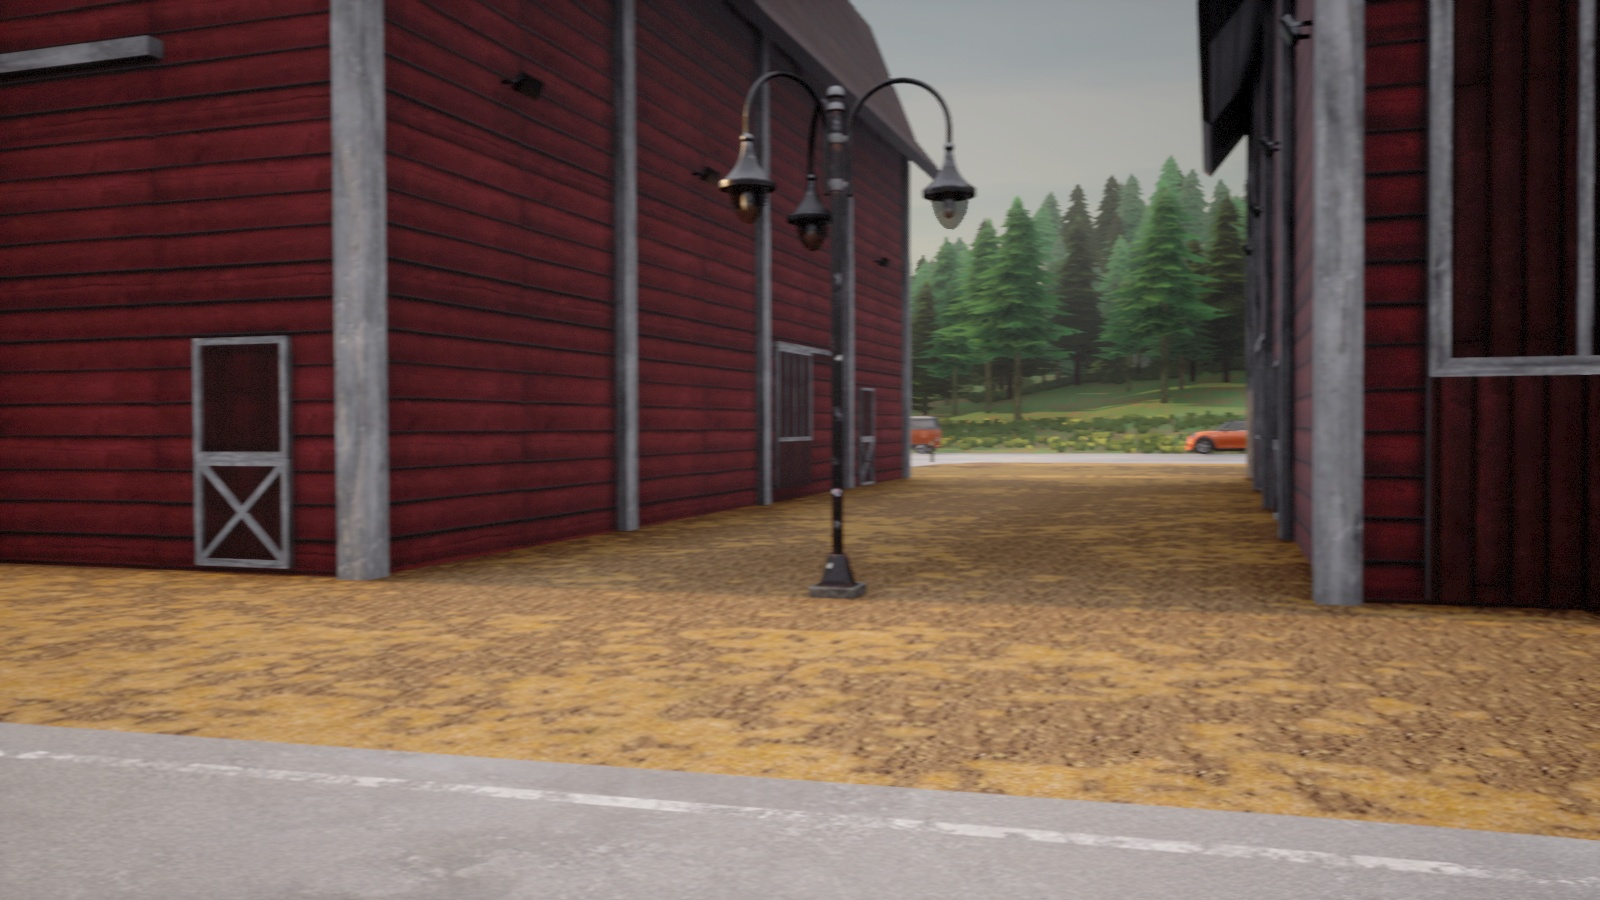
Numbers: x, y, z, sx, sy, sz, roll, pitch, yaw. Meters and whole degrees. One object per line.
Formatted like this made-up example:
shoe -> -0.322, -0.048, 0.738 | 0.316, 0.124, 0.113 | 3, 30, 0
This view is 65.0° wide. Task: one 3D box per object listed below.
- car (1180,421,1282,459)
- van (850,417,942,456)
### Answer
car -> 20.636, -0.496, 60.194 | 4.553, 1.767, 2.097 | 1, 1, 19
van -> 5.003, -0.744, 65.477 | 4.442, 1.987, 1.775 | 1, 1, 19
